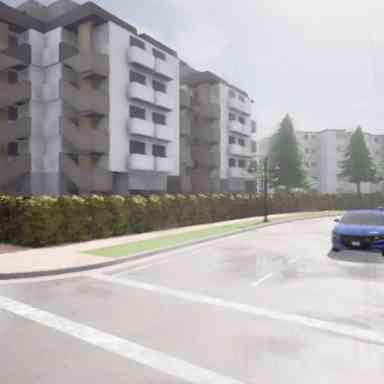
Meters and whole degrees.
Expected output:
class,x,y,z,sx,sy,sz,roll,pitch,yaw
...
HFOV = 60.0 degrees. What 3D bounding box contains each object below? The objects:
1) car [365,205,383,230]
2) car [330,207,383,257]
class,x,y,z,sx,sy,sz,roll,pitch,yaw
car,12.703,1.603,21.380,1.895,1.301,4.718,0,0,39
car,6.954,1.479,13.378,1.882,1.535,5.008,0,0,34
